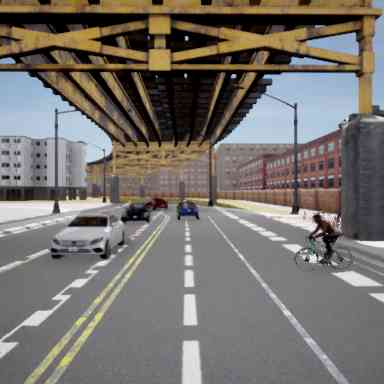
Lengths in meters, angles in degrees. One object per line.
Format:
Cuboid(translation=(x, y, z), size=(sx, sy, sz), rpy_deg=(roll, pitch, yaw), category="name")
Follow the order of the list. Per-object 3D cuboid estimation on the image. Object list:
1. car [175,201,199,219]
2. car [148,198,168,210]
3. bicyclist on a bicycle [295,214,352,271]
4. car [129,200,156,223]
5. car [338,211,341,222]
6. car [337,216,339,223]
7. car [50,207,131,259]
Cuboid(translation=(-0.484, 1.544, 29.508), size=(2.033, 1.411, 5.357), rpy_deg=(0, 0, -5), category="car")
Cuboid(translation=(-4.783, 1.473, 42.457), size=(1.882, 1.535, 5.008), rpy_deg=(0, 0, -30), category="car")
Cuboid(translation=(3.725, 1.443, 9.439), size=(1.656, 1.620, 0.582), rpy_deg=(-1, 0, -1), category="bicyclist on a bicycle")
Cuboid(translation=(-4.070, 1.562, 25.102), size=(1.994, 1.385, 4.181), rpy_deg=(0, 0, -3), category="car")
Cuboid(translation=(12.070, 1.293, 21.253), size=(4.536, 1.218, 1.853), rpy_deg=(0, 0, 29), category="car")
Cuboid(translation=(12.025, 1.451, 21.278), size=(4.974, 1.542, 2.038), rpy_deg=(0, 0, 29), category="car")
Cuboid(translation=(-3.749, 1.525, 12.736), size=(1.812, 1.442, 4.674), rpy_deg=(0, 0, -1), category="car")
